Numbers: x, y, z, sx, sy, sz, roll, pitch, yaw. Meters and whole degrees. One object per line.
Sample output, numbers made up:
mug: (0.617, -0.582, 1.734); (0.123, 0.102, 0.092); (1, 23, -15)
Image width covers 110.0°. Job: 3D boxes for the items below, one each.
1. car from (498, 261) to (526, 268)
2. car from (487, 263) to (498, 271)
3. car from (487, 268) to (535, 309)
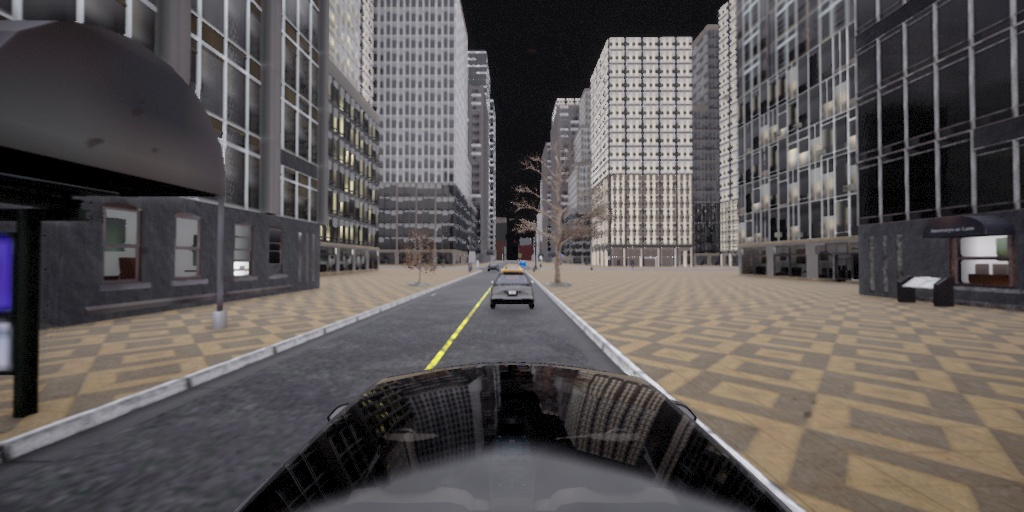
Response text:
car: (0.035, 1.508, 31.356); (1.882, 1.535, 5.008); (0, 0, 0)
car: (-2.950, 1.821, 57.612); (2.033, 1.411, 5.357); (0, -1, 0)
car: (0.014, 1.432, 15.848); (2.033, 1.411, 5.357); (0, -1, 0)
